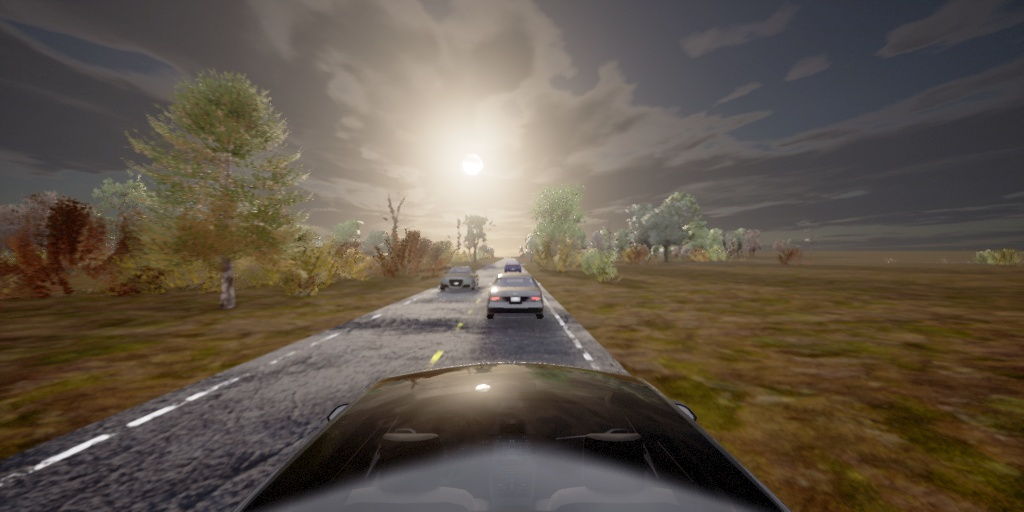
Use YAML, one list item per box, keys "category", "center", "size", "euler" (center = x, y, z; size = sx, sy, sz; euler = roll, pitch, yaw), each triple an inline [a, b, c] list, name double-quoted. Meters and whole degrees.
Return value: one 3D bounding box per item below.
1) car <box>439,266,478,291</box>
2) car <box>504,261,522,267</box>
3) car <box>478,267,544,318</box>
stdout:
- category: "car"
  center: [-3.097, 1.334, 21.841]
  size: [1.994, 1.385, 4.181]
  euler: [0, 0, 0]
- category: "car"
  center: [0.101, 1.257, 41.190]
  size: [1.882, 1.535, 5.008]
  euler: [0, 0, 0]
- category: "car"
  center: [0.101, 1.309, 12.957]
  size: [2.033, 1.411, 5.357]
  euler: [0, 0, 0]
